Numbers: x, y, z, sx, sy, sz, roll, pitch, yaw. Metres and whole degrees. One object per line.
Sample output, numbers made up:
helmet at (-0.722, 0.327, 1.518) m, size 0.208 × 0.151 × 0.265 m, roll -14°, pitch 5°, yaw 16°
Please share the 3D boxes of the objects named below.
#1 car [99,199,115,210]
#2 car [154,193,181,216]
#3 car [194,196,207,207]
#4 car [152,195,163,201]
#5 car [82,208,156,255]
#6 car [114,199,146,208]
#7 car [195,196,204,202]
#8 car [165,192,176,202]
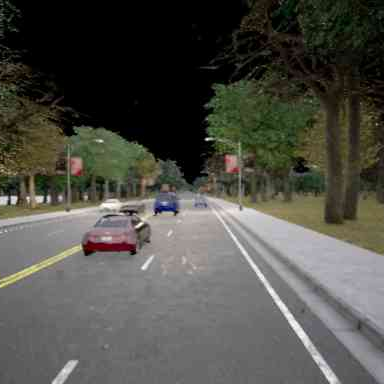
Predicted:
car at (-8.927, 1.553, 37.173) m, size 1.812 × 1.442 × 4.674 m, roll -1°, pitch 0°, yaw 1°
car at (-2.356, 1.182, 32.191) m, size 2.150 × 2.045 × 5.566 m, roll -1°, pitch 0°, yaw 1°
car at (1.314, 1.472, 50.436) m, size 2.033 × 1.411 × 5.357 m, roll -1°, pitch 0°, yaw 1°
car at (-8.023, 1.356, 78.490) m, size 2.033 × 1.411 × 5.357 m, roll -1°, pitch 0°, yaw 1°
car at (-2.850, 1.556, 13.342) m, size 1.994 × 1.385 × 4.181 m, roll -1°, pitch 0°, yaw 2°
car at (-5.785, 1.543, 32.947) m, size 2.033 × 1.411 × 5.357 m, roll -1°, pitch 0°, yaw 1°
car at (1.641, 1.504, 73.018) m, size 1.994 × 1.385 × 4.181 m, roll -1°, pitch 0°, yaw 1°
car at (-4.829, 1.129, 75.104) m, size 2.150 × 2.045 × 5.566 m, roll -1°, pitch 0°, yaw 1°
